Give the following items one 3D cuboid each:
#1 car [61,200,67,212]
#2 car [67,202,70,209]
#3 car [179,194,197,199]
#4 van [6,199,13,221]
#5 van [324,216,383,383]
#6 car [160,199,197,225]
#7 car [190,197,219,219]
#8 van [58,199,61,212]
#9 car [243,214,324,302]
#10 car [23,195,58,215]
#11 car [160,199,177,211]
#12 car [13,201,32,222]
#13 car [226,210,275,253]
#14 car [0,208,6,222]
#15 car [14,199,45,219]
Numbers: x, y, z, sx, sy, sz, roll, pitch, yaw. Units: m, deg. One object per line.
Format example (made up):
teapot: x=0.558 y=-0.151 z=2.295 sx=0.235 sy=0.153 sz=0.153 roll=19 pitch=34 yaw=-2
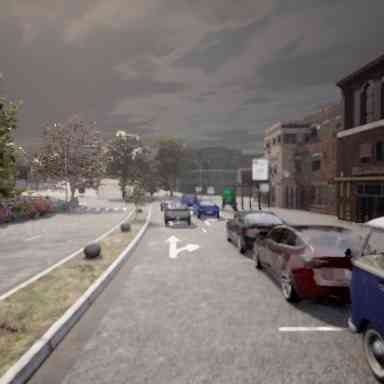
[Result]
car: x=-16.304 y=1.409 z=35.575 sx=4.553 sy=1.767 sz=2.185 roll=0 pitch=0 yaw=-7
car: x=-16.612 y=1.525 z=38.313 sx=4.892 sy=1.521 sz=2.231 roll=0 pitch=0 yaw=-7
car: x=-0.380 y=1.218 z=43.822 sx=2.150 sy=2.045 sz=5.566 roll=0 pitch=0 yaw=-6
van: x=-14.808 y=1.333 z=22.102 sx=4.442 sy=1.987 sz=1.878 roll=0 pitch=0 yaw=-5
van: x=2.995 y=1.254 z=2.850 sx=1.878 sy=1.987 sz=4.442 roll=0 pitch=0 yaw=0
car: x=-1.129 y=1.528 z=24.347 sx=2.128 sy=1.511 sz=4.902 roll=0 pitch=0 yaw=-5
car: x=1.182 y=1.502 z=29.920 sx=1.882 sy=1.535 sz=5.008 roll=0 pitch=0 yaw=-6
van: x=-15.813 y=1.317 z=32.858 sx=4.442 sy=1.987 sz=1.878 roll=0 pitch=0 yaw=-7
car: x=2.862 y=1.522 z=8.308 sx=2.163 sy=1.488 sz=4.792 roll=0 pitch=0 yaw=-1
car: x=-15.608 y=1.300 z=30.116 sx=5.566 sy=2.045 sz=2.435 roll=0 pitch=0 yaw=-7
car: x=-2.991 y=1.613 z=41.542 sx=1.895 sy=1.301 sz=4.718 roll=0 pitch=0 yaw=-7
car: x=-14.959 y=1.598 z=24.814 sx=4.674 sy=1.452 sz=2.002 roll=0 pitch=0 yaw=-6
car: x=2.606 y=1.502 z=13.795 sx=2.097 sy=1.535 sz=5.008 roll=0 pitch=0 yaw=-3
car: x=-14.260 y=1.552 z=19.407 sx=5.366 sy=1.575 sz=1.946 roll=0 pitch=0 yaw=-5
car: x=-15.220 y=1.585 z=27.417 sx=4.792 sy=1.488 sz=2.163 roll=0 pitch=0 yaw=-6
